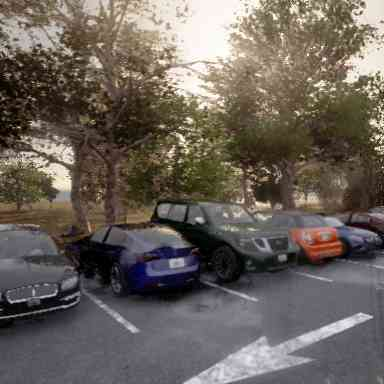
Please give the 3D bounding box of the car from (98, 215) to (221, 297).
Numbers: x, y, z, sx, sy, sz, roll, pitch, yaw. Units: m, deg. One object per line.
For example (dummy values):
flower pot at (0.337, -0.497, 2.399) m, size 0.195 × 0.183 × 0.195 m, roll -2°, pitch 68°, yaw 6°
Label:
car at (-1.667, 1.538, 8.901) m, size 2.163 × 1.488 × 4.792 m, roll 1°, pitch 0°, yaw -35°

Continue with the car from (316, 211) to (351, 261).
car at (2.907, 1.425, 12.084) m, size 2.185 × 1.767 × 4.553 m, roll 1°, pitch 0°, yaw -35°

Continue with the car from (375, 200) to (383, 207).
car at (9.714, 1.486, 16.927) m, size 2.185 × 1.767 × 4.553 m, roll 0°, pitch 0°, yaw -35°

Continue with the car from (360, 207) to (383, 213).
car at (7.429, 1.592, 15.334) m, size 2.097 × 1.535 × 5.008 m, roll 1°, pitch 0°, yaw -35°

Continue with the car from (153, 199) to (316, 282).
car at (0.638, 1.279, 10.472) m, size 2.435 × 2.045 × 5.566 m, roll 1°, pitch 0°, yaw -35°

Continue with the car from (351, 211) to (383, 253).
car at (5.156, 1.611, 13.726) m, size 2.002 × 1.452 × 4.674 m, roll 1°, pitch 0°, yaw -35°

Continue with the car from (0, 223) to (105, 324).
car at (-3.922, 1.487, 7.269) m, size 2.231 × 1.521 × 4.892 m, roll 1°, pitch 0°, yaw -35°
